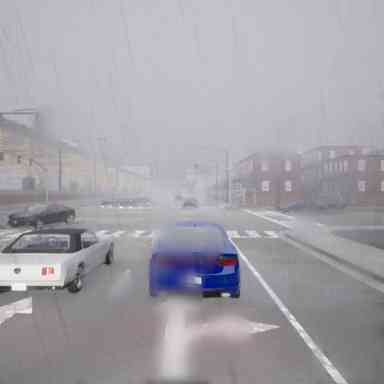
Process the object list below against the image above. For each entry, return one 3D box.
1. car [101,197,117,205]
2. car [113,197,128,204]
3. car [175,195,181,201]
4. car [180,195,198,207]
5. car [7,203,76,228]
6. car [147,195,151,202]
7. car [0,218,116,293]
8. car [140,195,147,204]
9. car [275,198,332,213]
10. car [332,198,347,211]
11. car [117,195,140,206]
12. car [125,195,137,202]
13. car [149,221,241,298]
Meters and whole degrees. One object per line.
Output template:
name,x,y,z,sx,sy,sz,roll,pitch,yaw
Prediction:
car,-14.012,1.564,56.543,1.994,1.385,4.181,0,0,0
car,-13.955,1.601,65.548,1.895,1.301,4.718,0,0,1
car,-3.407,1.500,86.812,1.837,1.490,4.892,0,0,0
car,-0.209,1.547,51.530,2.033,1.411,5.357,0,0,5
car,-9.669,1.478,21.759,1.882,1.535,5.008,-1,0,15
car,-10.420,1.478,74.568,1.882,1.535,5.008,0,0,0
car,-3.420,1.601,8.838,1.895,1.301,4.718,0,0,0
car,-10.476,1.505,64.164,1.837,1.490,4.892,0,0,1
car,11.827,1.547,36.014,5.357,1.411,2.033,0,0,-1
car,15.754,1.491,39.549,4.902,1.511,2.128,0,0,0
car,-10.520,1.352,55.033,2.097,1.767,4.553,0,0,0
car,-13.918,1.524,75.857,1.812,1.442,4.674,0,0,0
car,0.075,1.478,8.571,1.882,1.535,5.008,0,0,1
